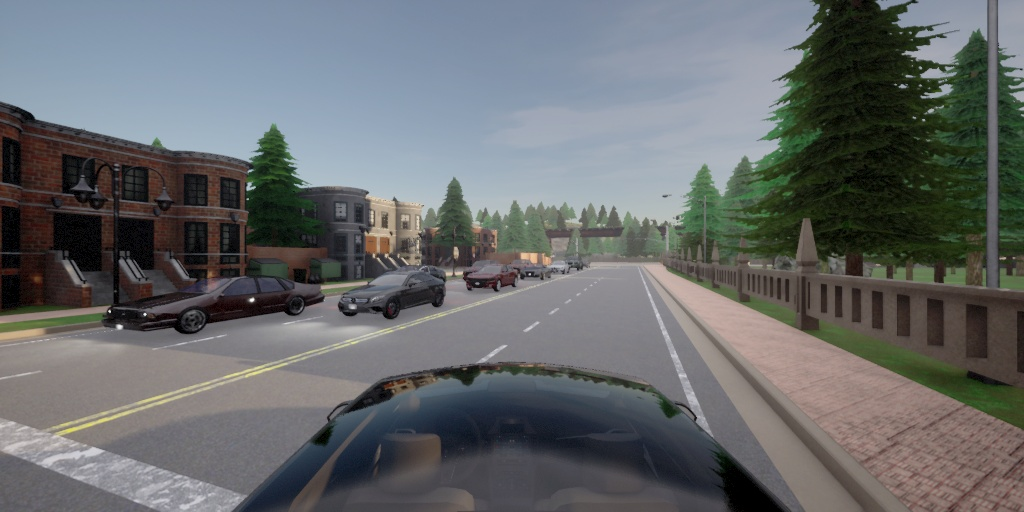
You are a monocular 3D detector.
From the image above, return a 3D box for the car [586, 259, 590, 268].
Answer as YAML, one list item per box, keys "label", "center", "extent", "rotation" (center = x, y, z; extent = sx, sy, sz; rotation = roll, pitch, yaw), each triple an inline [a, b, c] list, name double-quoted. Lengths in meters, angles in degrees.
- label: "car"
  center: [12.188, 1.284, 61.010]
  extent: [1.837, 1.490, 4.892]
  rotation: [0, 0, 19]

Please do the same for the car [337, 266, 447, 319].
- label: "car"
  center: [-4.087, 1.280, 13.090]
  extent: [1.812, 1.442, 4.674]
  rotation: [0, 0, 19]

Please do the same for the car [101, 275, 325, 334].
- label: "car"
  center: [-8.480, 1.299, 11.041]
  extent: [2.033, 1.411, 5.357]
  rotation: [0, 0, 19]

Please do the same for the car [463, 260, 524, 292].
- label: "car"
  center: [-1.091, 1.236, 21.924]
  extent: [1.882, 1.535, 5.008]
  rotation: [0, 0, 19]

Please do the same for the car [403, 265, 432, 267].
- label: "car"
  center: [-5.439, 1.248, 20.018]
  extent: [2.128, 1.511, 4.902]
  rotation: [0, 0, 18]

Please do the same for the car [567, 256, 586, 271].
- label: "car"
  center: [8.720, 0.995, 50.837]
  extent: [2.150, 2.045, 5.566]
  rotation: [0, 0, 19]

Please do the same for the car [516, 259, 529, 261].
- label: "car"
  center: [0.932, 1.118, 38.795]
  extent: [2.097, 1.767, 4.553]
  rotation: [0, 0, 19]

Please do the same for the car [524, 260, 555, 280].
- label: "car"
  center: [2.133, 1.327, 31.408]
  extent: [1.994, 1.385, 4.181]
  rotation: [0, 0, 20]

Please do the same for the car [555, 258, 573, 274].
- label: "car"
  center: [5.364, 1.294, 40.961]
  extent: [1.812, 1.442, 4.674]
  rotation: [0, 0, 19]
